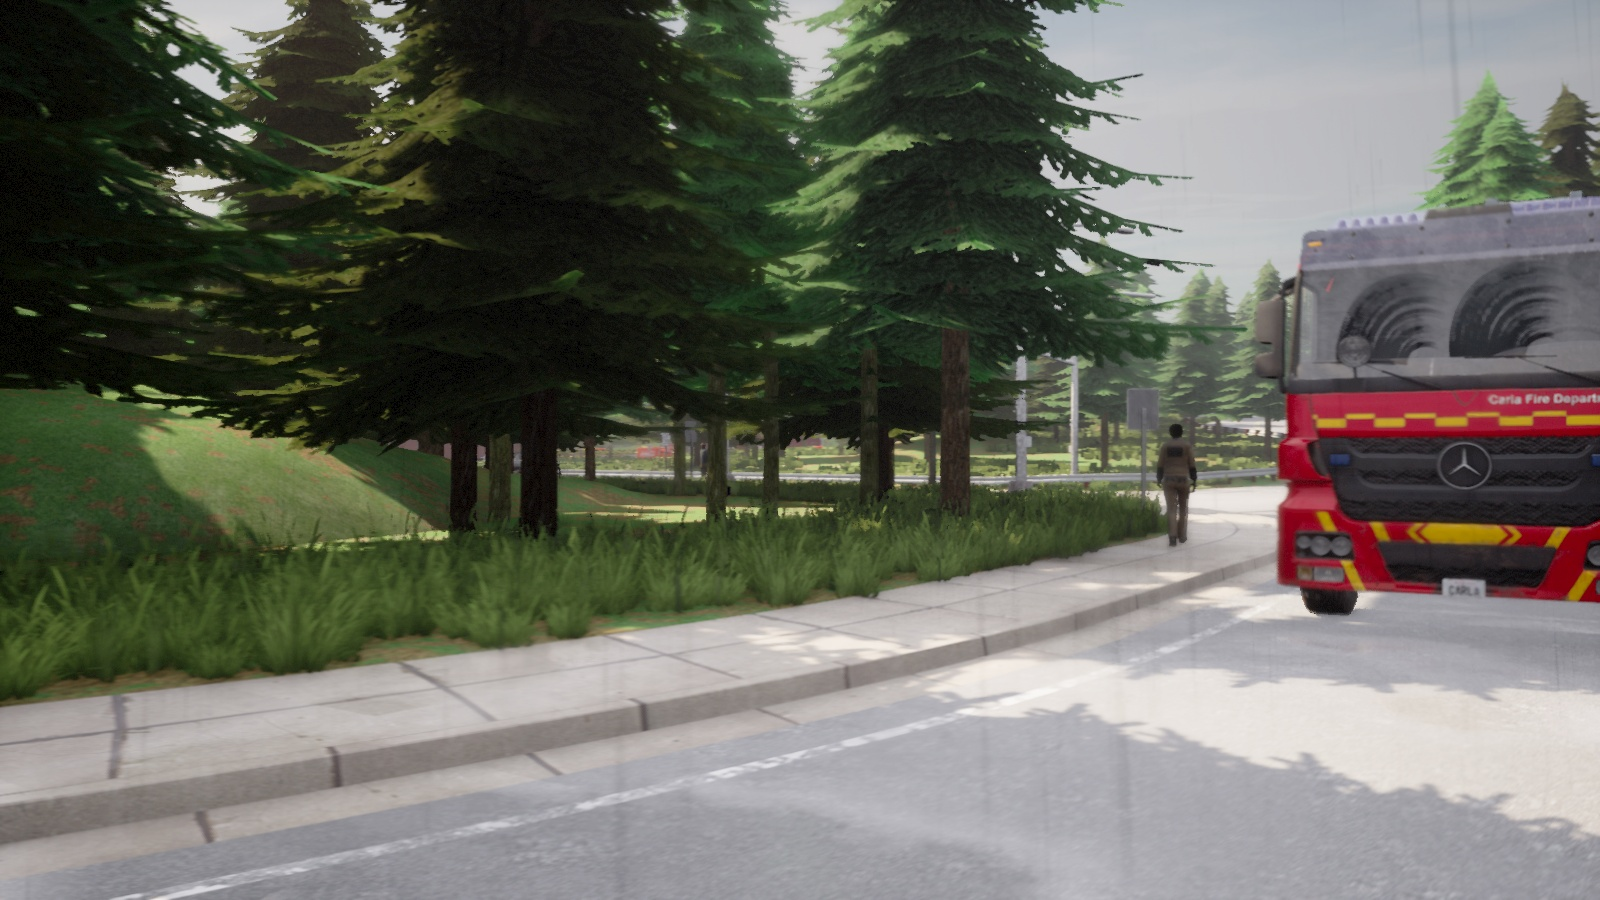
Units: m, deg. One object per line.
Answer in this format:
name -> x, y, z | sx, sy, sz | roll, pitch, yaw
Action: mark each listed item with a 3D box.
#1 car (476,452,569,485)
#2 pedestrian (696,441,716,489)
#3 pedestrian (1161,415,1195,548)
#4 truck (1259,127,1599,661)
car -> -14.561, 0.946, 65.818 | 4.856, 1.649, 2.033 | 0, 0, 35
pedestrian -> -3.651, 0.587, 48.686 | 0.726, 1.835, 0.370 | 0, 0, 39
pedestrian -> 5.605, 0.456, 18.615 | 0.396, 1.930, 0.692 | 0, 0, 25
truck -> 7.157, -0.394, 13.082 | 2.891, 3.827, 8.468 | 0, 0, 31
